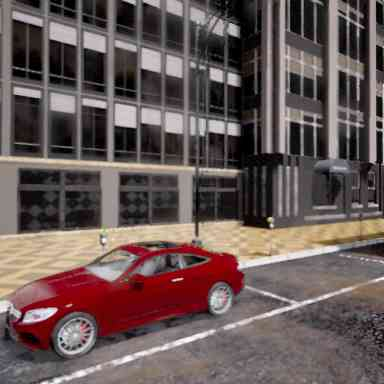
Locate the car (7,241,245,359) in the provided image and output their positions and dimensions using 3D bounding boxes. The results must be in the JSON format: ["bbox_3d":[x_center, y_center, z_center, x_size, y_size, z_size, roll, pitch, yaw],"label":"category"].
[{"bbox_3d":[-0.885,1.581,5.922,4.206,1.307,1.802,0,0,-35],"label":"car"}]
